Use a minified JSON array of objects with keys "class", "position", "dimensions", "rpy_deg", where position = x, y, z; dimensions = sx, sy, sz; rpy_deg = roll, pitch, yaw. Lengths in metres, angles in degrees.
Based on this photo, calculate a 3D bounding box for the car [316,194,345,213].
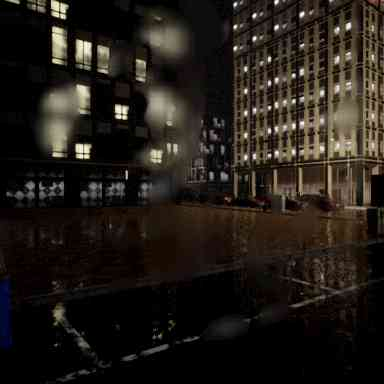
[{"class":"car","position":[12.458,1.011,32.470],"dimensions":[2.097,1.767,4.553],"rpy_deg":[0,1,-36]}]

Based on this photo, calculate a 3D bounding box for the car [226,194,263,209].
[{"class":"car","position":[6.164,1.105,36.813],"dimensions":[1.802,1.307,4.206],"rpy_deg":[1,0,-36]}]

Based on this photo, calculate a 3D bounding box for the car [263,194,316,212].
[{"class":"car","position":[9.421,1.071,32.286],"dimensions":[1.967,1.590,4.097],"rpy_deg":[1,0,-36]}]

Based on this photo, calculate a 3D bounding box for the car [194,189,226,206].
[{"class":"car","position":[2.918,0.731,41.338],"dimensions":[2.192,1.841,5.009],"rpy_deg":[1,0,-36]}]

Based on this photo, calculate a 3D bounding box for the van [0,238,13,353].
[{"class":"van","position":[-4.151,1.341,3.596],"dimensions":[3.998,1.788,1.690],"rpy_deg":[0,0,-36]}]

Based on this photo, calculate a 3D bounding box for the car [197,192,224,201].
[{"class":"car","position":[3.074,0.710,55.475],"dimensions":[1.752,1.417,4.829],"rpy_deg":[1,0,-36]}]

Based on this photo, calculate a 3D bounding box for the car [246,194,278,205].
[{"class":"car","position":[9.680,0.985,46.280],"dimensions":[1.802,1.307,4.206],"rpy_deg":[1,0,-36]}]

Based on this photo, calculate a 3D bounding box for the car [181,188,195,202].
[{"class":"car","position":[-0.363,0.455,50.340],"dimensions":[2.150,2.045,5.566],"rpy_deg":[0,1,-35]}]
